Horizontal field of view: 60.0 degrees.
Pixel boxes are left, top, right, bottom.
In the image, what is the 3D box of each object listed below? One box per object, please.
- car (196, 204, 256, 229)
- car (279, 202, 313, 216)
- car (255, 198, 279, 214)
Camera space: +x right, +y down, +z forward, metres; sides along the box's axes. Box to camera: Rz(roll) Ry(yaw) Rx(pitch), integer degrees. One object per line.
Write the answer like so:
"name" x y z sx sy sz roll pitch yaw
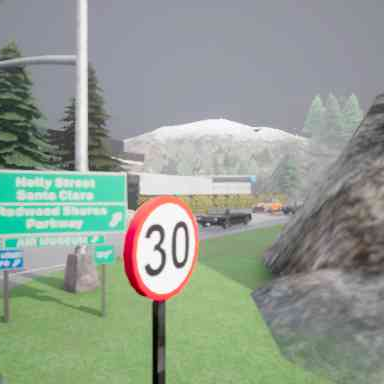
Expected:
"car" 2.328 1.753 22.906 1.895 1.301 4.718 0 0 36
"car" 11.261 1.755 35.189 1.895 1.301 4.718 0 0 36
"car" 8.486 1.493 37.602 2.097 1.767 4.553 0 0 36
